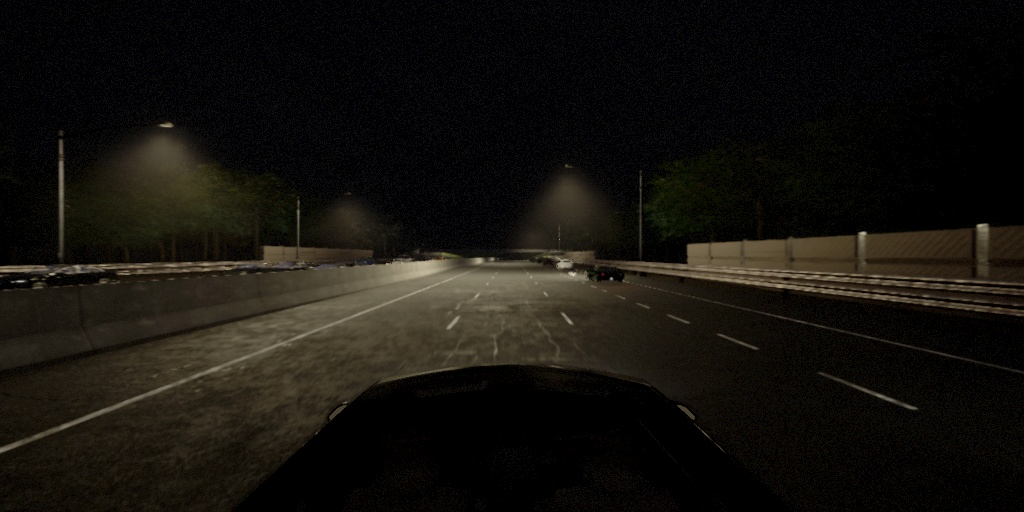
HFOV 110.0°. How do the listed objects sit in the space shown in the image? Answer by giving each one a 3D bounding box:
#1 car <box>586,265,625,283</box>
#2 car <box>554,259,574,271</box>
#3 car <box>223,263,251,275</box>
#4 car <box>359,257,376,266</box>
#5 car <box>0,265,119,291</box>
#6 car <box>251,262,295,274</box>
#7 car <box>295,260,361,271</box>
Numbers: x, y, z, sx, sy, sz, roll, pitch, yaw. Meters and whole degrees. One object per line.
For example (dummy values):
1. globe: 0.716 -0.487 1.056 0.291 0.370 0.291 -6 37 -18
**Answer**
1. car: 7.008 1.325 27.491 1.895 1.301 4.718 0 0 0
2. car: 7.015 1.203 47.714 1.812 1.442 4.674 0 0 0
3. car: -21.068 1.292 28.999 1.994 1.385 4.181 0 0 0
4. car: -24.501 1.013 59.835 2.097 1.767 4.553 0 0 1
5. car: -24.580 1.235 19.482 2.128 1.511 4.902 0 0 0
6. car: -17.572 1.219 28.309 2.128 1.511 4.902 0 0 0
7. car: -14.076 1.276 27.884 2.033 1.411 5.357 0 0 0
